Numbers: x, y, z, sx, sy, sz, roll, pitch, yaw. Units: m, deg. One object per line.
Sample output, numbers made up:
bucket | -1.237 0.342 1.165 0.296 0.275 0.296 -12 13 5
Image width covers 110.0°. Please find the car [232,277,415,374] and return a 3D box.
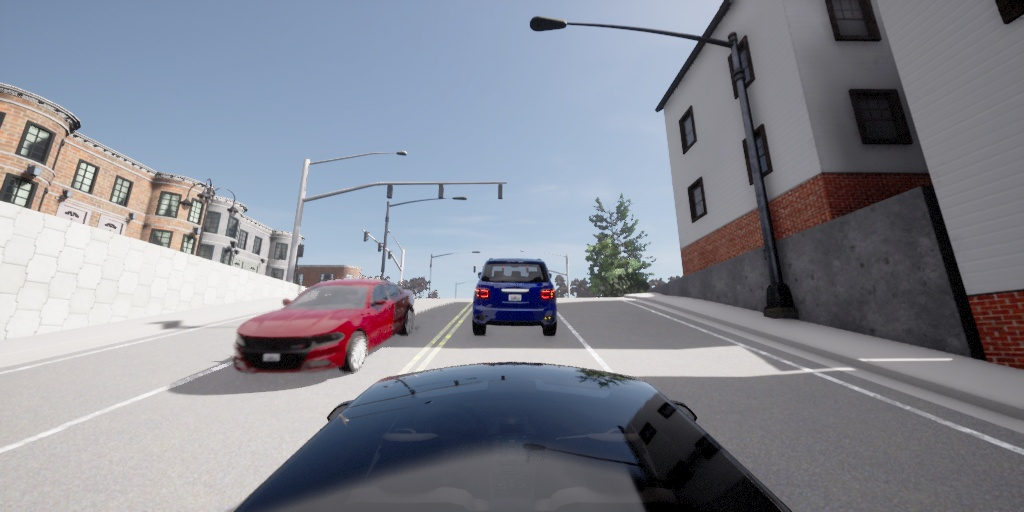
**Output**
car | -3.596 1.263 7.862 1.882 1.535 5.008 0 0 0

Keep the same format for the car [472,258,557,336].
car | 0.080 1.098 11.026 2.150 2.045 5.566 1 -1 0
